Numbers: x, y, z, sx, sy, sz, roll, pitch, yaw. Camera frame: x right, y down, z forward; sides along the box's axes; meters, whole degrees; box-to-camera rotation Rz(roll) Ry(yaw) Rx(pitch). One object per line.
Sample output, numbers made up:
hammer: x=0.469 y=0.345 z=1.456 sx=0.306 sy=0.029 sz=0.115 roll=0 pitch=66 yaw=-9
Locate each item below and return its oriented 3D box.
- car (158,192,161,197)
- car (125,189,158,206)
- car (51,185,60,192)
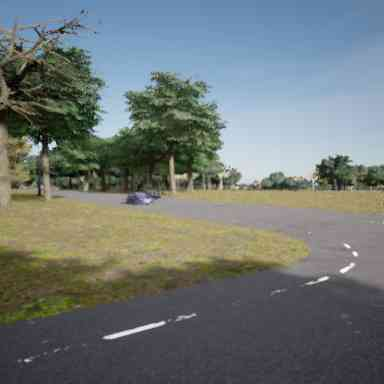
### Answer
car: x=-6.776 y=0.301 z=51.409 sx=2.033 sy=1.411 sz=5.357 roll=-2 pitch=2 yaw=-35
car: x=-6.146 y=0.719 z=38.428 sx=1.812 sy=1.442 sz=4.674 roll=-2 pitch=2 yaw=-35
car: x=-35.338 y=-0.899 z=85.539 sx=2.097 sy=1.767 sz=4.553 roll=-1 pitch=2 yaw=-33
